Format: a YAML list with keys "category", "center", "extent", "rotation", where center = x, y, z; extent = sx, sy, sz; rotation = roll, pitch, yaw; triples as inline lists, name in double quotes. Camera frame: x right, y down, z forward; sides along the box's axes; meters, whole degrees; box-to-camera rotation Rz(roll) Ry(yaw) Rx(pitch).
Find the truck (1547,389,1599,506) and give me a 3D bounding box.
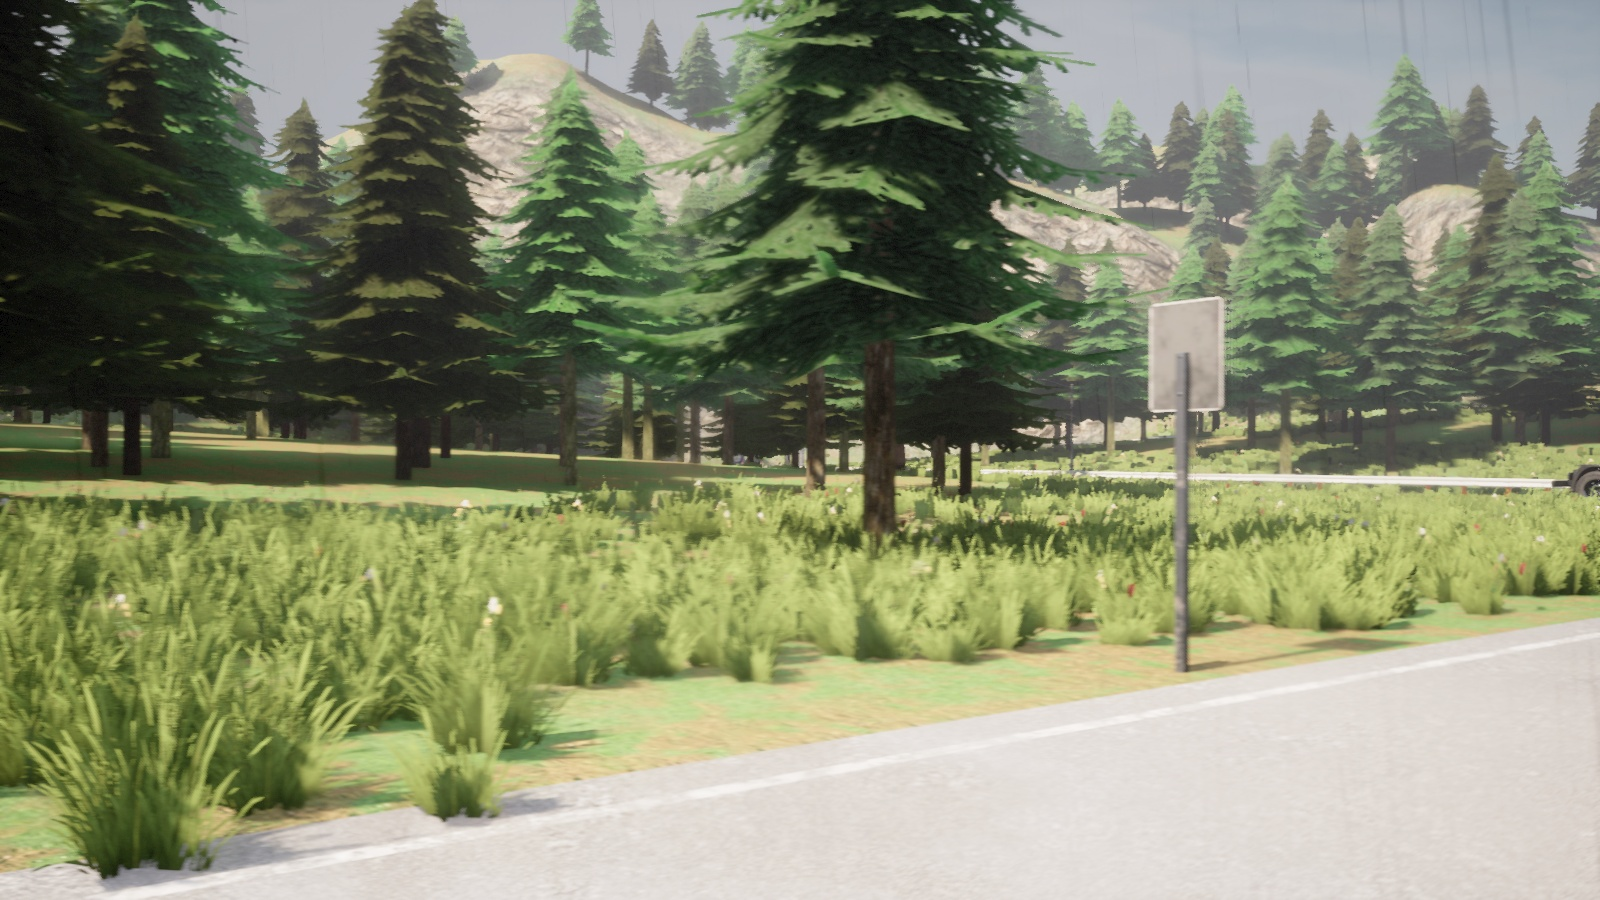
- category: "truck"
  center: [26.133, -0.068, 35.675]
  extent: [2.891, 3.462, 7.936]
  rotation: [0, 0, -35]
